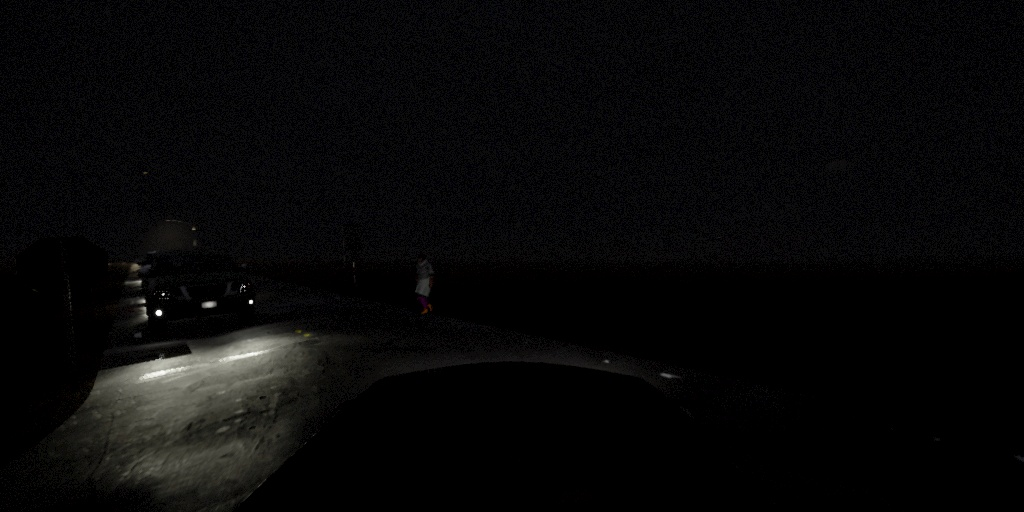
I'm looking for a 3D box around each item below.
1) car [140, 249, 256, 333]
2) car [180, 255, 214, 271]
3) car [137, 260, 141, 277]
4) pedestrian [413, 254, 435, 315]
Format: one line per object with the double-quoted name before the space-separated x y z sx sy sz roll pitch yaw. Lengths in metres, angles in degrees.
"car" -9.694 0.852 10.995 5.566 2.045 2.150 1 4 44
"car" -31.818 0.638 36.165 5.357 1.411 2.033 1 3 44
"car" -18.022 0.703 18.931 5.566 2.045 2.150 1 4 44
"pedestrian" -2.565 0.755 10.500 0.375 1.860 0.375 -2 0 44
